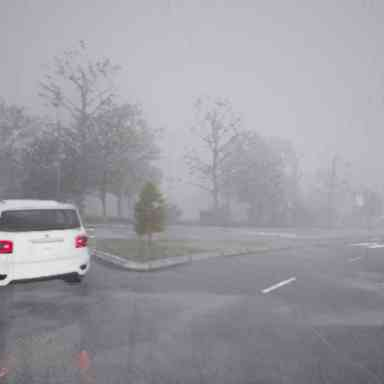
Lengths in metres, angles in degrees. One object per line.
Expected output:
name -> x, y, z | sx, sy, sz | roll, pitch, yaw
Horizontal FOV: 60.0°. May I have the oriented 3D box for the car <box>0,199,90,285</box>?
car -> -4.561, 1.191, 8.811 | 2.150, 2.045, 5.566 | 1, 0, -38
